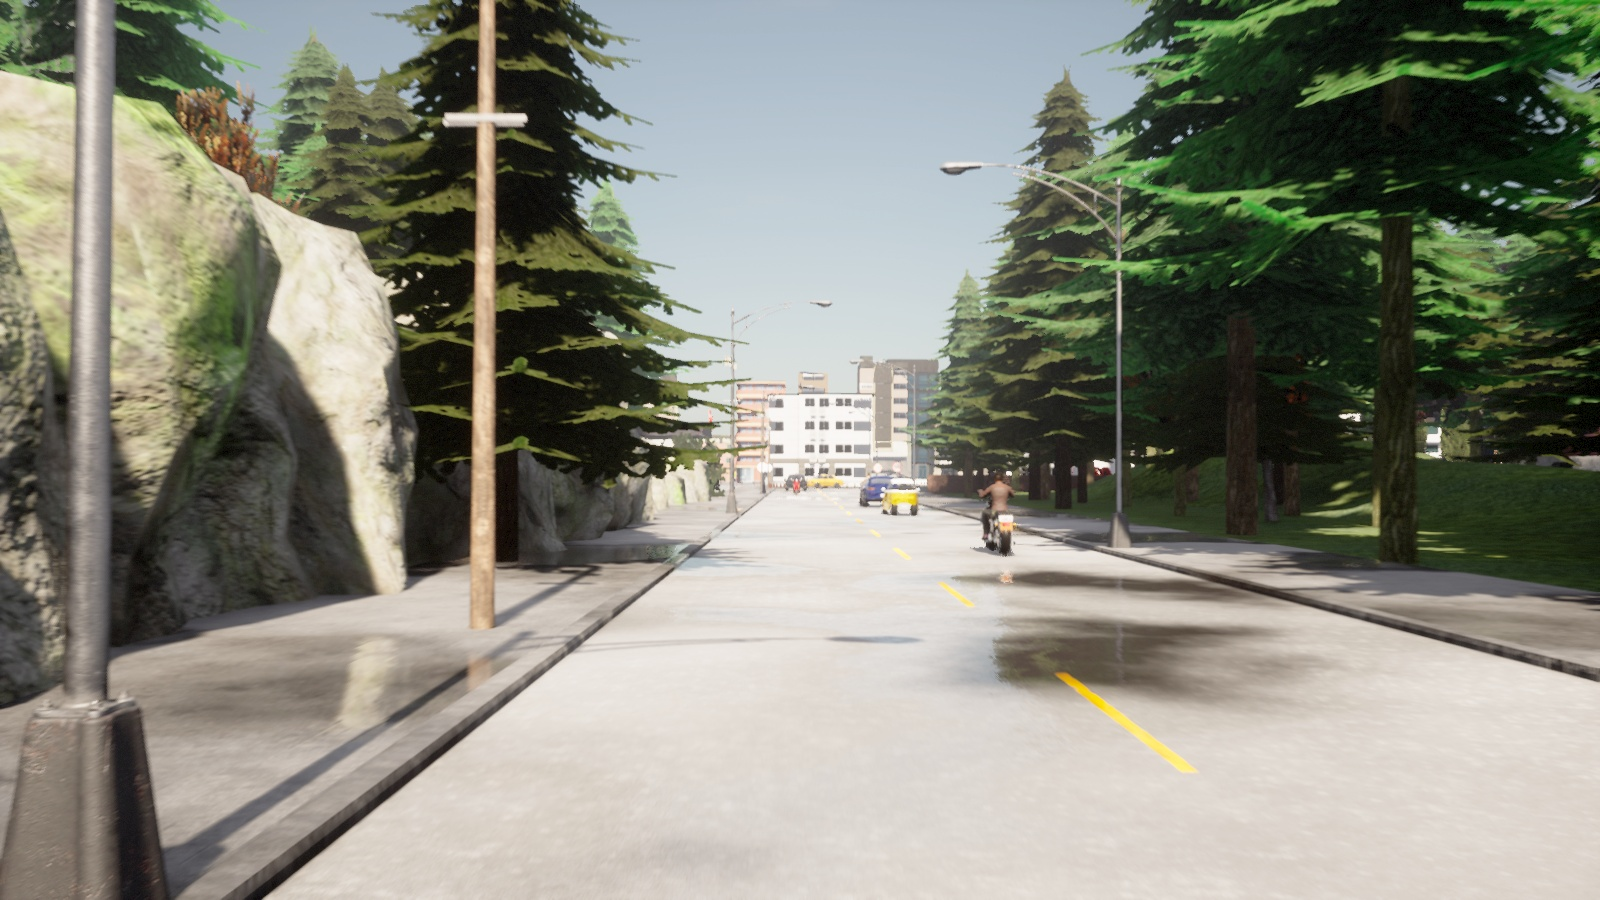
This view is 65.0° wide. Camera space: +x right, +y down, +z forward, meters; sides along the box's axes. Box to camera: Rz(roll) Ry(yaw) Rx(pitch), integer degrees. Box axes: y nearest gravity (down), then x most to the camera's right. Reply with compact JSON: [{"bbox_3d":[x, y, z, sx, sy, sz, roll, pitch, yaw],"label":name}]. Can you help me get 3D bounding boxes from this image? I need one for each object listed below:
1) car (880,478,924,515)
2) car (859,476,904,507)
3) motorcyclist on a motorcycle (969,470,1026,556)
[{"bbox_3d":[3.885,1.759,47.860,1.481,1.376,2.207,0,-1,0],"label":"car"},{"bbox_3d":[3.858,1.958,59.949,1.812,1.442,4.674,0,-1,0],"label":"car"},{"bbox_3d":[3.939,1.228,25.234,0.766,1.649,2.350,0,-1,0],"label":"motorcyclist on a motorcycle"}]
